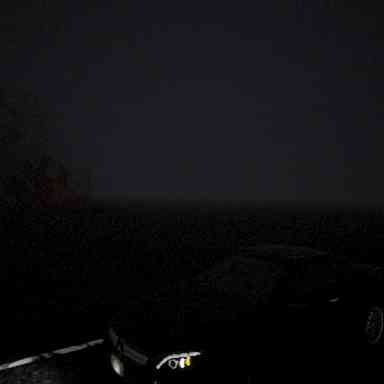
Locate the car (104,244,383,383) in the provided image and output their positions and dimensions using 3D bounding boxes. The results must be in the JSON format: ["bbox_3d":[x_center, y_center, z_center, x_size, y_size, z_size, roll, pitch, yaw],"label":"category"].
[{"bbox_3d":[1.109,1.560,4.827,4.674,1.442,1.812,1,0,-36],"label":"car"}]
